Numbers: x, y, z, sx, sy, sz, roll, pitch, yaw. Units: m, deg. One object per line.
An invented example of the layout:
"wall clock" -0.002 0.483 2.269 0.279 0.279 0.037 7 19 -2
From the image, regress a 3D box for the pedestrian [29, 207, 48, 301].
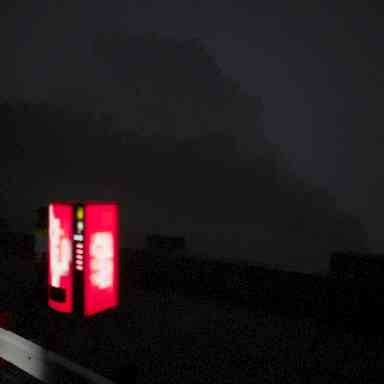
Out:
"pedestrian" -2.942 1.175 6.693 0.375 1.860 0.375 0 0 35

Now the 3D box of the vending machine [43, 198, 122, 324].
"vending machine" -2.059 1.183 6.318 0.880 2.100 1.100 0 0 35
